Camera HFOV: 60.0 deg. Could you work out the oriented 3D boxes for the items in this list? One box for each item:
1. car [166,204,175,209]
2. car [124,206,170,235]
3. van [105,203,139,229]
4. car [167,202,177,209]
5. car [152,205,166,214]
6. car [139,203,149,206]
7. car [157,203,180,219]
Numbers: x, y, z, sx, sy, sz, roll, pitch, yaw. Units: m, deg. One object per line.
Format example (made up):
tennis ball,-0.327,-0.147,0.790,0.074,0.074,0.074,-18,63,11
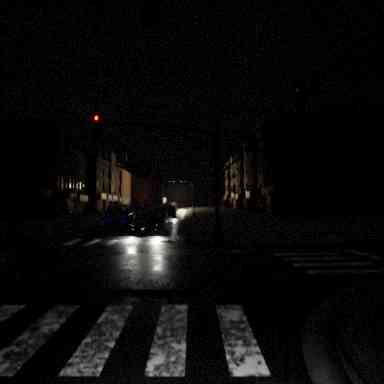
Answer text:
car,-5.457,3.779,86.319,2.008,1.369,4.403,1,-2,0
car,-2.772,1.926,21.653,1.837,1.490,4.892,1,-1,2
van,-5.363,1.816,25.140,1.690,1.788,3.998,2,-1,0
car,-5.460,3.717,91.612,2.192,1.841,5.009,1,-2,0
car,-5.412,2.842,54.590,1.802,1.307,4.206,2,-2,0
car,-5.374,2.002,33.443,2.192,1.841,5.009,2,-1,0
car,-2.773,2.338,39.366,1.837,1.490,4.892,0,-1,0
